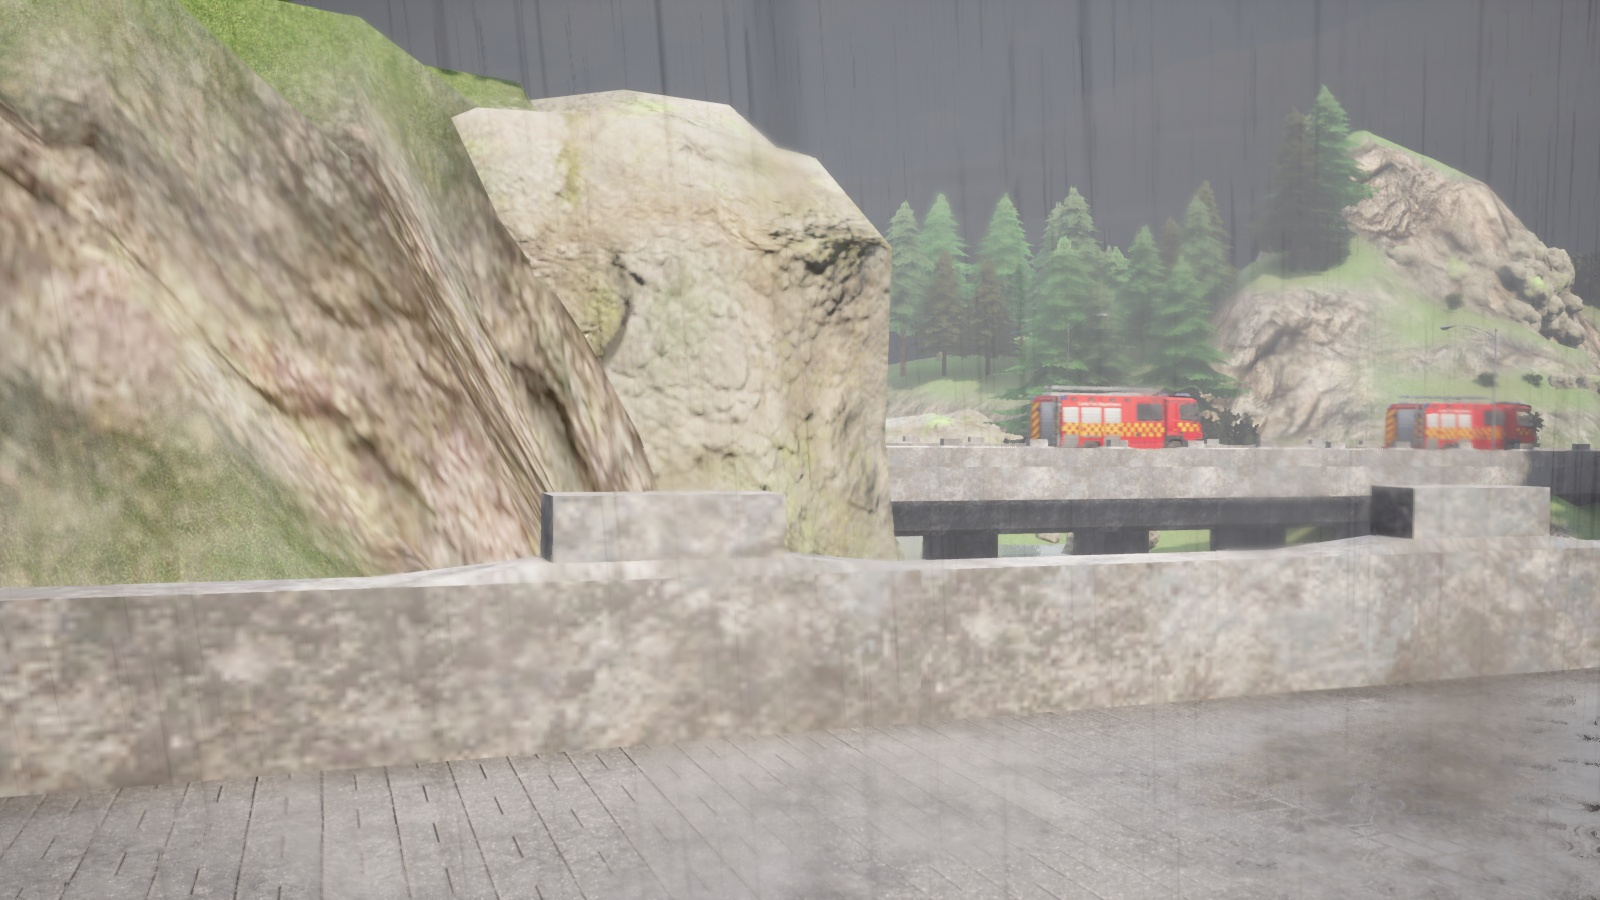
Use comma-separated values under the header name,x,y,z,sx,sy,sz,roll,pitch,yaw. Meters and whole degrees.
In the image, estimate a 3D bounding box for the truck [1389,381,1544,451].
name,x,y,z,sx,sy,sz,roll,pitch,yaw
truck,37.730,-1.931,71.072,8.468,3.827,2.891,-1,1,-21

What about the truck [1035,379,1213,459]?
name,x,y,z,sx,sy,sz,roll,pitch,yaw
truck,16.249,-1.566,62.897,8.468,3.827,2.891,-1,1,-21
